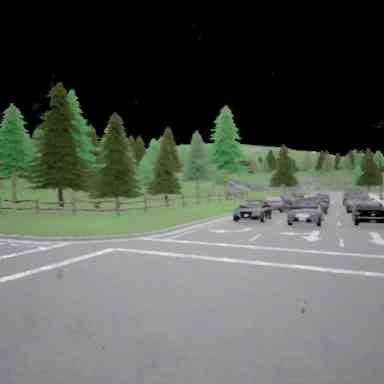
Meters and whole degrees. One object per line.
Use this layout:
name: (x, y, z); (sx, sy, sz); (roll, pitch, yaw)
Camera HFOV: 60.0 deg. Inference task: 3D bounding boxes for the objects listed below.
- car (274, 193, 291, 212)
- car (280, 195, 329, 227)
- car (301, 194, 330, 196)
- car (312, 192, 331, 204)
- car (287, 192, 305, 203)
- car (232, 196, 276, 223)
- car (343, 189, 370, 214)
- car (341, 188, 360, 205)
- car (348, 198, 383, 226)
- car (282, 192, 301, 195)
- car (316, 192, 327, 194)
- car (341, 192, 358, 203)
car: (7.584, 1.074, 30.517); (1.812, 1.442, 4.674); (0, 1, 23)
car: (6.971, 1.175, 20.307); (2.128, 1.511, 4.902); (0, 1, 24)
car: (10.501, 1.117, 28.434); (1.994, 1.385, 4.181); (0, 1, 23)
car: (17.659, 0.776, 45.221); (2.128, 1.511, 4.902); (0, 1, 23)
car: (15.079, 0.815, 48.090); (2.033, 1.411, 5.357); (0, 1, 23)
car: (4.163, 1.240, 22.597); (1.994, 1.385, 4.181); (0, 1, 24)
car: (14.242, 0.878, 28.285); (2.097, 1.767, 4.553); (0, 1, 23)
car: (18.279, 0.596, 37.758); (2.150, 2.045, 5.566); (0, 1, 23)
car: (10.694, 1.258, 20.081); (1.895, 1.301, 4.718); (0, 1, 23)
car: (11.058, 0.770, 38.668); (2.097, 1.767, 4.553); (0, 1, 23)
car: (13.684, 0.997, 35.902); (1.994, 1.385, 4.181); (0, 1, 23)
car: (22.378, 0.769, 47.332); (2.033, 1.411, 5.357); (0, 1, 23)
